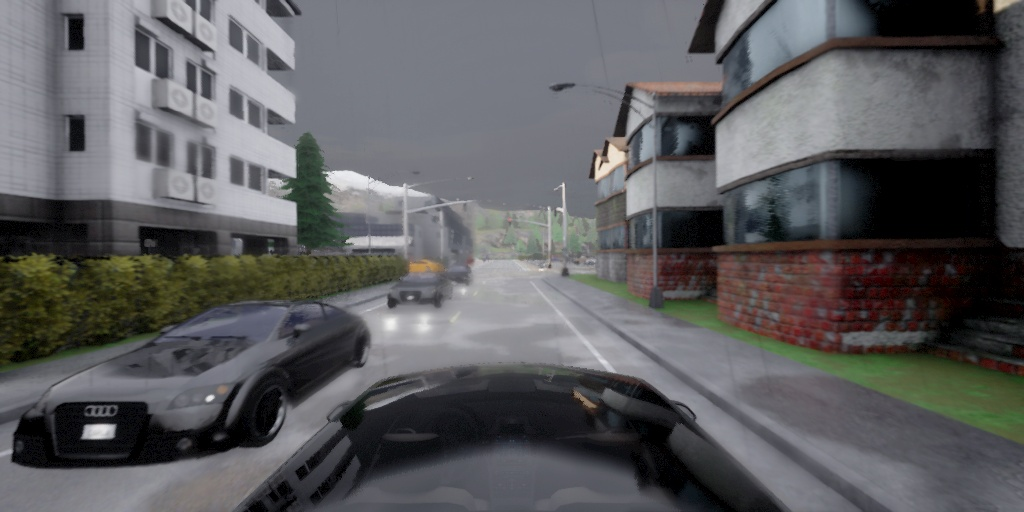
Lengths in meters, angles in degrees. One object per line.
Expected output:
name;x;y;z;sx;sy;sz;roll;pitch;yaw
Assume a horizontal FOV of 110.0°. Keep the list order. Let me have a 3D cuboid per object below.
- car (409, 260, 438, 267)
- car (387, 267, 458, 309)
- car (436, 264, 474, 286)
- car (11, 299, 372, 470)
car;-9.979;1.150;39.409;5.008;1.535;1.882;1;-1;17
car;-3.720;1.336;15.166;1.994;1.385;4.181;-1;0;0
car;-3.780;1.376;25.914;2.033;1.411;5.357;-1;0;-1
car;-3.620;1.345;5.114;1.994;1.385;4.181;-1;0;-1
